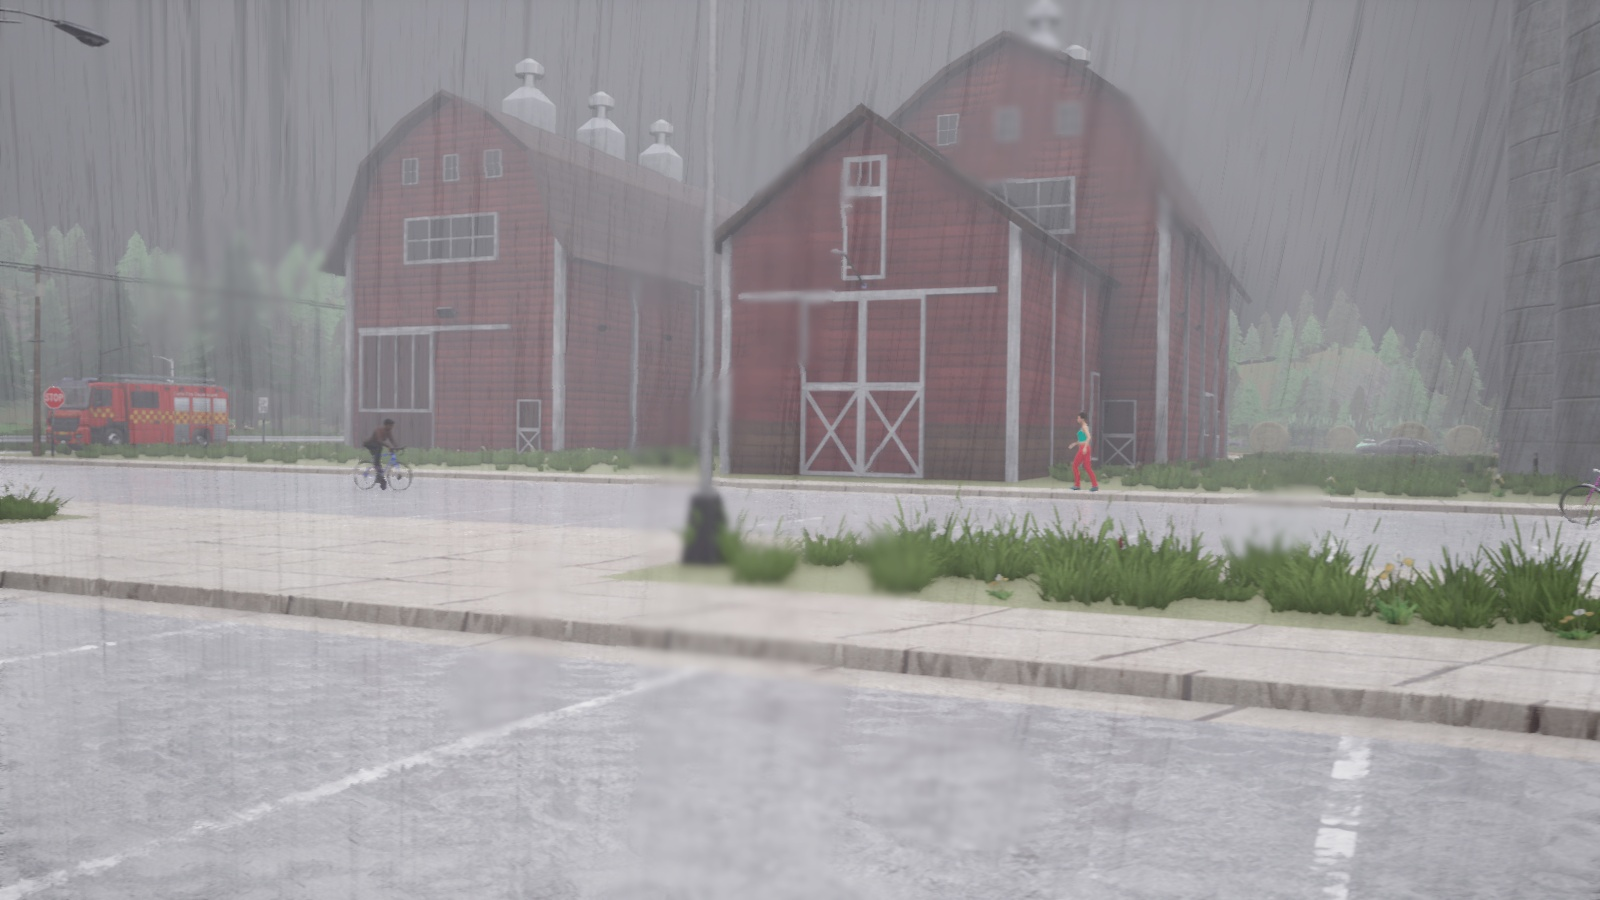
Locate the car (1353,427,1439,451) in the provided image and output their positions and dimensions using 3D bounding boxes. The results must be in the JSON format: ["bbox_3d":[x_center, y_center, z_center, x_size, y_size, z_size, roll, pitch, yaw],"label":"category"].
[{"bbox_3d":[37.986,-0.685,80.115,4.892,1.490,1.837,0,1,23],"label":"car"}]

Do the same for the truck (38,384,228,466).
[{"bbox_3d":[-33.494,-1.256,63.531,2.891,3.827,8.468,0,1,24],"label":"truck"}]

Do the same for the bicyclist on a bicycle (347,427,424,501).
[{"bbox_3d":[-9.294,0.296,28.139,1.656,1.620,0.582,1,1,23],"label":"bicyclist on a bicycle"}]

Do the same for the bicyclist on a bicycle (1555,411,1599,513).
[{"bbox_3d":[14.256,0.205,21.842,1.843,1.776,0.659,0,1,23],"label":"bicyclist on a bicycle"}]

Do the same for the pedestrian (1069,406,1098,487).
[{"bbox_3d":[6.559,-0.085,29.009,0.594,1.836,0.345,0,1,25],"label":"pedestrian"}]
